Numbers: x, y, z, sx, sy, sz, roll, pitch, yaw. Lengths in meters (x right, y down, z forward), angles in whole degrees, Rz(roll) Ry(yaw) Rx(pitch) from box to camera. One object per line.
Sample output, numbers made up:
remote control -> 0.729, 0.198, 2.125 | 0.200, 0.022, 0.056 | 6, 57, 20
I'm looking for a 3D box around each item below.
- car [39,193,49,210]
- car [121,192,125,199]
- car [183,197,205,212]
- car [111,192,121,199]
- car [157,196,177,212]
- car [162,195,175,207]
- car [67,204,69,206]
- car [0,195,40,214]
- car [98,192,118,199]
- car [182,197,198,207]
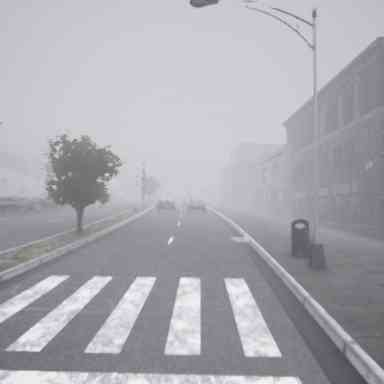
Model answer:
car -> -16.392, 1.078, 32.198 | 4.892, 1.521, 2.231 | 0, 1, -22
car -> -22.251, 0.890, 91.219 | 5.566, 2.045, 2.435 | 1, -1, -27
car -> 0.357, 1.318, 35.402 | 2.128, 1.511, 4.902 | 1, 0, -3
car -> -21.076, 1.007, 82.418 | 5.366, 1.575, 1.946 | 1, -1, -27
car -> -2.625, 1.259, 34.955 | 1.882, 1.535, 5.008 | 1, 0, -3
car -> -3.293, 1.255, 46.552 | 1.812, 1.442, 4.674 | 1, 0, -4
car -> -16.668, 1.035, 38.100 | 5.008, 1.535, 2.097 | 0, 1, -23
car -> -16.334, 1.129, 29.232 | 4.792, 1.488, 2.163 | 0, 1, -21
car -> -21.612, 0.922, 85.273 | 4.553, 1.767, 2.185 | 1, -1, -27
car -> -0.294, 1.383, 46.653 | 1.895, 1.301, 4.718 | 1, 0, -4
